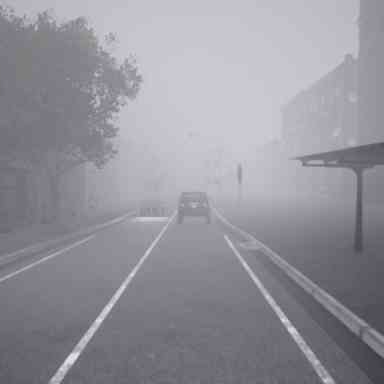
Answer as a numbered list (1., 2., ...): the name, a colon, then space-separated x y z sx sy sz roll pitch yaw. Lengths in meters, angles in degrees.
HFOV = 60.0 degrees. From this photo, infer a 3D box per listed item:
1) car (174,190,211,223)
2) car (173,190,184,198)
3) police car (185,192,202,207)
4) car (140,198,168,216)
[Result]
1. car: 0.136 0.965 23.406 2.150 2.045 5.566 0 0 0
2. car: -2.673 0.389 69.073 2.033 1.411 5.357 0 1 0
3. police car: 0.218 0.830 41.442 1.930 1.638 5.238 0 1 0
4. car: -3.112 1.236 27.738 1.994 1.385 4.181 0 1 1
